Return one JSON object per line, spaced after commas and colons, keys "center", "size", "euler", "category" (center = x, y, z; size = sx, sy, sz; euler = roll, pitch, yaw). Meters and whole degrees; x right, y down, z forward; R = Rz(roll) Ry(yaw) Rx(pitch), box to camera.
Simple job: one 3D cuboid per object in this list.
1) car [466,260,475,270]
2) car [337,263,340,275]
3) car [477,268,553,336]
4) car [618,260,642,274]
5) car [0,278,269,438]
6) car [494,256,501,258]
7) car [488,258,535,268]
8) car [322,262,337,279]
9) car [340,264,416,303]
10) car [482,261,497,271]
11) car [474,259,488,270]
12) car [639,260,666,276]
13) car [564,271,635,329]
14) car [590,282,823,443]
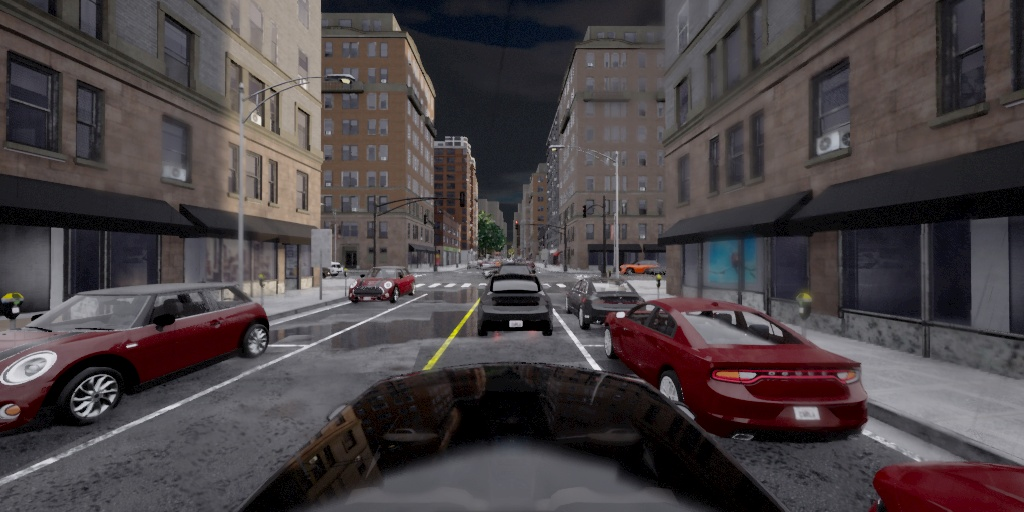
{"center": [-5.915, 1.345, 54.831], "size": [2.007, 1.370, 4.403], "euler": [0, 0, 0], "category": "car"}
{"center": [-18.370, 0.894, 32.491], "size": [5.566, 2.045, 2.150], "euler": [0, 0, -1], "category": "car"}
{"center": [0.056, 1.258, 10.379], "size": [1.837, 1.490, 4.892], "euler": [0, 0, -1], "category": "car"}
{"center": [14.021, 1.222, 39.349], "size": [4.553, 1.767, 2.097], "euler": [0, 0, 0], "category": "car"}
{"center": [-5.852, 1.190, 5.484], "size": [1.967, 1.591, 4.097], "euler": [0, 0, 0], "category": "car"}
{"center": [-3.178, 1.159, 60.818], "size": [2.097, 1.767, 4.553], "euler": [0, 0, 0], "category": "car"}
{"center": [0.119, 1.108, 17.809], "size": [2.097, 1.767, 4.553], "euler": [0, 0, 0], "category": "car"}
{"center": [-17.478, 1.127, 29.248], "size": [5.008, 1.535, 1.882], "euler": [0, 0, -2], "category": "car"}
{"center": [-5.836, 1.195, 16.470], "size": [1.967, 1.591, 4.097], "euler": [0, 0, 0], "category": "car"}
{"center": [-3.129, 1.389, 50.846], "size": [1.895, 1.301, 4.718], "euler": [0, 0, 0], "category": "car"}
{"center": [-0.550, 1.217, 30.424], "size": [2.128, 1.511, 4.902], "euler": [0, -1, 37], "category": "car"}
{"center": [16.118, 1.399, 36.092], "size": [5.357, 1.411, 2.033], "euler": [0, 0, 0], "category": "car"}
{"center": [2.682, 1.303, 10.970], "size": [2.007, 1.370, 4.403], "euler": [0, 0, 0], "category": "car"}
{"center": [2.675, 1.296, 5.479], "size": [1.888, 1.381, 4.507], "euler": [0, 0, 0], "category": "car"}
